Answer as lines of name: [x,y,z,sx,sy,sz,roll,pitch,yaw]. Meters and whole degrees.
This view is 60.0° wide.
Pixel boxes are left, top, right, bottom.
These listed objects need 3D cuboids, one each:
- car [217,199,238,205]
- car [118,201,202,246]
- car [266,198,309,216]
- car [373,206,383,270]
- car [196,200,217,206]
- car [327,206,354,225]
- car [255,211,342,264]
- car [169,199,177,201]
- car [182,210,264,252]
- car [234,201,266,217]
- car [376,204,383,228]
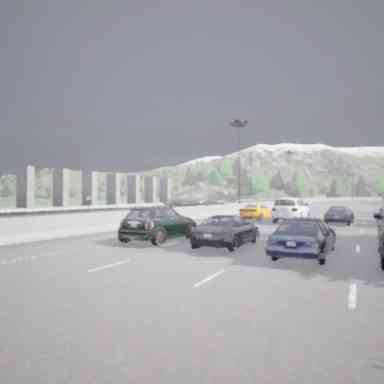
car: [6.248,1.881,53.725,2.097,1.767,4.553,0,-1,28]
car: [-1.567,1.517,16.506,2.097,1.767,4.553,0,-1,28]
car: [8.120,1.491,27.250,2.150,2.045,5.566,0,0,29]
car: [7.354,1.330,10.941,2.150,2.045,5.566,0,0,28]
car: [3.035,2.049,55.101,1.837,1.490,4.892,0,-1,28]
car: [11.695,1.820,26.476,1.994,1.385,4.181,0,-1,29]
car: [4.226,1.670,12.508,2.033,1.411,5.357,0,-1,28]
car: [-3.224,2.084,58.205,1.837,1.490,4.892,0,0,28]
car: [1.566,1.713,14.941,1.994,1.385,4.181,0,-1,28]
car: [5.845,1.776,30.365,1.882,1.535,5.008,0,0,29]
car: [14.731,1.744,24.737,1.837,1.490,4.892,0,0,29]
